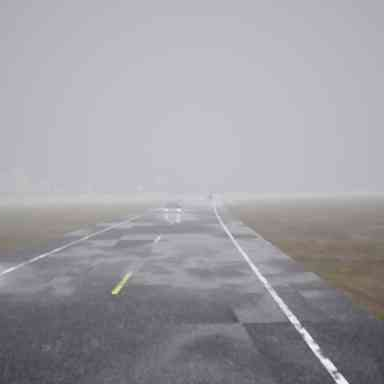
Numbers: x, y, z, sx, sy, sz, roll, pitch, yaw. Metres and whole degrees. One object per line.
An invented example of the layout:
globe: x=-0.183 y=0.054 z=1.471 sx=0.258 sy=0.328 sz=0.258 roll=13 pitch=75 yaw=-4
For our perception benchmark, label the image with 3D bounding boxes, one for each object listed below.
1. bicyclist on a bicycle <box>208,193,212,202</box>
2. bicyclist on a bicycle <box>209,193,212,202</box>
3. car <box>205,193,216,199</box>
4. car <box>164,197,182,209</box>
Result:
bicyclist on a bicycle: x=3.218 y=1.266 z=60.357 sx=0.582 sy=1.620 sz=1.656 roll=0 pitch=0 yaw=4
bicyclist on a bicycle: x=3.913 y=1.153 z=69.185 sx=0.659 sy=1.776 sz=1.843 roll=0 pitch=0 yaw=5
car: x=4.493 y=1.094 z=85.860 sx=1.882 sy=1.535 sz=5.008 roll=0 pitch=0 yaw=6
car: x=-2.402 y=1.397 z=43.233 sx=1.812 sy=1.442 sz=4.674 roll=0 pitch=0 yaw=3
